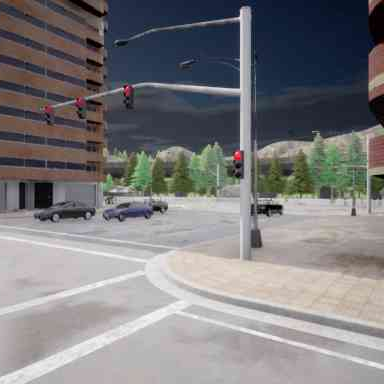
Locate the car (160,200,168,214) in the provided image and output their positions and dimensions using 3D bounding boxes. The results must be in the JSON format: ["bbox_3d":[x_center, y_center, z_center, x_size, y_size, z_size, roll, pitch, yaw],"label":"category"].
[{"bbox_3d":[-4.456,1.491,33.882,2.128,1.511,4.902,0,0,36],"label":"car"}]

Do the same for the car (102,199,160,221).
[{"bbox_3d":[-5.085,1.526,27.082,1.812,1.442,4.674,0,0,36],"label":"car"}]

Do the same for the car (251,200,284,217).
[{"bbox_3d":[7.126,1.478,31.740,1.882,1.535,5.008,0,0,36],"label":"car"}]

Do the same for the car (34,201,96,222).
[{"bbox_3d":[-9.945,1.505,26.345,1.837,1.490,4.892,0,0,36],"label":"car"}]
